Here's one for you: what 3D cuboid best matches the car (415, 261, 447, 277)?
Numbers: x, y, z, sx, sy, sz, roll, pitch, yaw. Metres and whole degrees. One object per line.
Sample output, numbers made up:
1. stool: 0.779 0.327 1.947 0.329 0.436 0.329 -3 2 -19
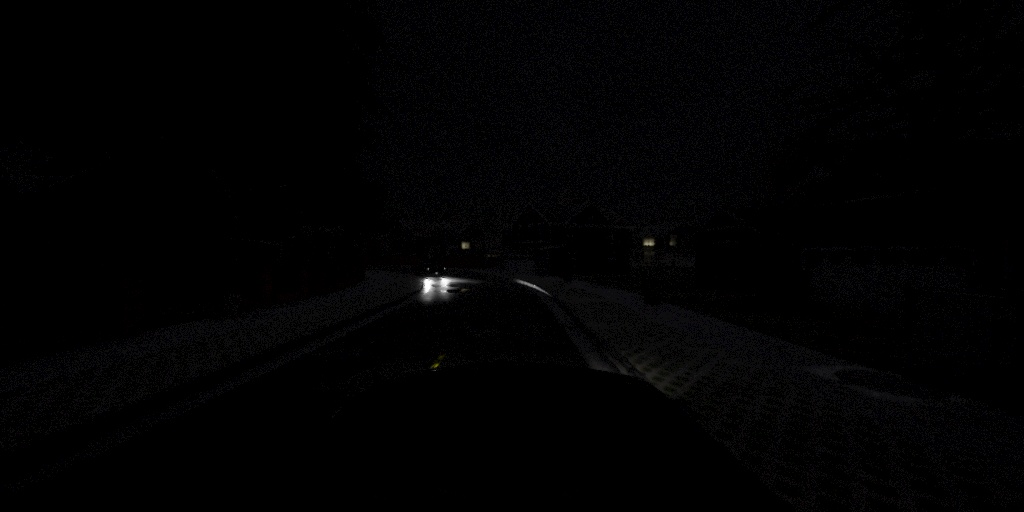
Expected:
1. car: -7.451 1.167 32.683 1.895 1.301 4.718 0 0 -27
